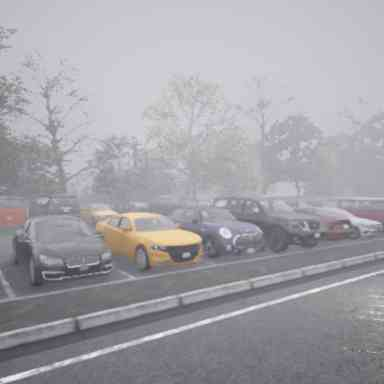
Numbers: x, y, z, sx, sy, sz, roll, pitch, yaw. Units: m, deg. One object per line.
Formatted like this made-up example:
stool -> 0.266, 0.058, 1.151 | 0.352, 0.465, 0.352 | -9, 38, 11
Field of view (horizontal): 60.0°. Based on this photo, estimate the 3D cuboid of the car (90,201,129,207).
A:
car -> -6.640, 1.458, 23.360 | 1.946, 1.575, 5.366 | 0, 0, -35

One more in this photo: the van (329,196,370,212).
van -> 20.246, 1.482, 42.882 | 1.878, 1.987, 4.442 | 2, -1, -35

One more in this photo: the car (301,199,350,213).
car -> 15.810, 1.615, 39.585 | 2.097, 1.535, 5.008 | 0, 0, -35

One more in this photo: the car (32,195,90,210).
car -> -9.017, 1.200, 21.928 | 2.435, 2.045, 5.566 | 0, 0, -35

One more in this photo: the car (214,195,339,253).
car -> 2.942, 1.222, 14.319 | 2.435, 2.045, 5.566 | 0, 0, -35

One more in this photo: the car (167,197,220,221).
car -> 0.038, 1.381, 28.306 | 2.185, 1.767, 4.553 | 0, 0, -35

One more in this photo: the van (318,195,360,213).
van -> 18.017, 1.419, 41.008 | 1.878, 1.987, 4.442 | 1, -1, -35

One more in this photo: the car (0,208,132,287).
car -> -3.855, 1.454, 9.519 | 2.231, 1.521, 4.892 | 0, 0, -35

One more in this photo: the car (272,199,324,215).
car -> 11.410, 1.581, 36.218 | 1.946, 1.575, 5.366 | 0, 0, -35

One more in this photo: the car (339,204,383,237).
car -> 7.445, 1.545, 17.565 | 2.002, 1.452, 4.674 | 0, 0, -35

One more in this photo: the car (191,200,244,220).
car -> 2.177, 1.521, 29.862 | 2.097, 1.535, 5.008 | 0, 0, -35

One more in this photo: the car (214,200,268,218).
car -> 4.536, 1.537, 31.542 | 2.097, 1.535, 5.008 | 0, 0, -35

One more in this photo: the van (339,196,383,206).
van -> 9.641, 1.295, 19.269 | 1.878, 1.987, 4.442 | 0, 0, -35

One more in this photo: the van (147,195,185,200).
van -> -2.303, 1.265, 26.820 | 1.878, 1.987, 4.442 | 0, 0, -35

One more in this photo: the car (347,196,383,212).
car -> 24.740, 1.574, 45.905 | 2.435, 2.045, 5.566 | 2, -1, -35

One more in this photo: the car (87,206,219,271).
car -> -1.598, 1.452, 11.128 | 2.097, 1.535, 5.008 | 0, 0, -35

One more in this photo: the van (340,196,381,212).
van -> 22.400, 1.539, 44.416 | 1.878, 1.987, 4.442 | 2, -1, -35

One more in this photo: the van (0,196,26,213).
van -> -11.425, 1.227, 20.323 | 1.878, 1.987, 4.442 | 0, 0, -35

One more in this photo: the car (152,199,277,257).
car -> 0.650, 1.335, 12.759 | 2.185, 1.767, 4.553 | 0, 0, -35

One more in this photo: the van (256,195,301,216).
van -> 8.978, 1.343, 34.856 | 1.878, 1.987, 4.442 | 0, 0, -35

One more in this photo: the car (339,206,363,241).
car -> 5.169, 1.519, 15.976 | 2.163, 1.488, 4.792 | 0, 0, -35

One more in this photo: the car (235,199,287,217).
car -> 6.793, 1.554, 33.148 | 2.231, 1.521, 4.892 | 0, 0, -35

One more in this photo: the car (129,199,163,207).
car -> -4.489, 1.476, 25.111 | 2.231, 1.521, 4.892 | 0, 0, -35

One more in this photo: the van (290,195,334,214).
van -> 13.626, 1.374, 37.880 | 1.878, 1.987, 4.442 | 0, 0, -35
